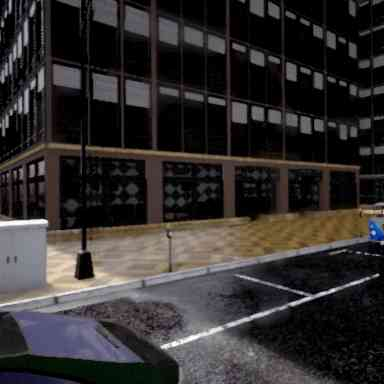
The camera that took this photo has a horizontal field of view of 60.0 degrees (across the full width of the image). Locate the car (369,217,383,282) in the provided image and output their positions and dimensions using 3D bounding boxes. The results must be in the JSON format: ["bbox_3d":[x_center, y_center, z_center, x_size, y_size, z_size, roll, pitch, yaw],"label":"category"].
[{"bbox_3d":[6.458,1.382,8.122,5.008,1.535,1.882,-1,0,-36],"label":"car"}]

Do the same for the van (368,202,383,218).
[{"bbox_3d":[8.350,1.214,12.718,3.998,1.788,1.690,-1,0,-36],"label":"van"}]

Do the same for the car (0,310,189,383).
[{"bbox_3d":[-1.981,1.593,1.932,4.181,1.385,1.994,-1,0,-36],"label":"car"}]
